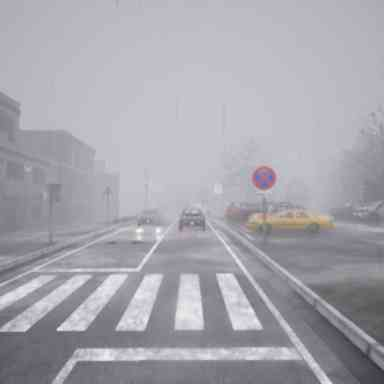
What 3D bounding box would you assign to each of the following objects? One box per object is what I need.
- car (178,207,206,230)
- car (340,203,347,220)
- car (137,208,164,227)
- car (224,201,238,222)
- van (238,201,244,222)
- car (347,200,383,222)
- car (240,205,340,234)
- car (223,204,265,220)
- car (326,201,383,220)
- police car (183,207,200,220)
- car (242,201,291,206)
[{"bbox_3d":[-0.003,1.956,24.610,2.128,1.511,4.902,0,-2,0],"label":"car"},{"bbox_3d":[18.335,2.158,34.405,4.892,1.521,2.231,0,-2,-1],"label":"car"},{"bbox_3d":[-3.469,2.120,28.333,1.837,1.490,4.892,0,-2,0],"label":"car"},{"bbox_3d":[6.118,1.936,33.116,5.566,2.045,2.435,0,-2,-1],"label":"car"},{"bbox_3d":[6.277,1.744,26.928,4.442,1.987,1.878,0,-2,-1],"label":"van"},{"bbox_3d":[18.352,1.796,31.624,5.566,2.045,2.435,0,-2,-1],"label":"car"},{"bbox_3d":[6.039,1.790,20.966,5.366,1.575,1.946,0,-2,-1],"label":"car"},{"bbox_3d":[6.033,2.304,39.059,4.553,1.767,2.185,0,-2,-1],"label":"car"},{"bbox_3d":[18.271,2.015,37.081,5.566,2.045,2.435,0,-2,-1],"label":"car"},{"bbox_3d":[-0.099,2.683,41.621,2.038,1.542,4.974,0,-3,0],"label":"police car"},{"bbox_3d":[6.224,1.748,23.888,4.553,1.767,2.185,0,-2,-1],"label":"car"}]
